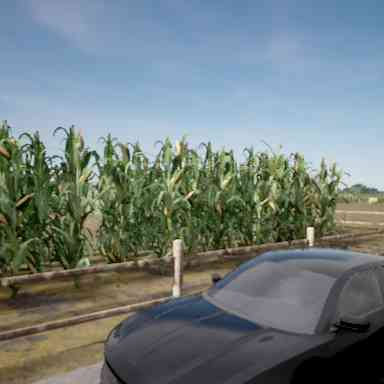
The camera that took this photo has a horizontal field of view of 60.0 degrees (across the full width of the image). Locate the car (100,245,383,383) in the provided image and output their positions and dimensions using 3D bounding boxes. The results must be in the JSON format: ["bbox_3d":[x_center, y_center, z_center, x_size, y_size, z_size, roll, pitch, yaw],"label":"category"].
[{"bbox_3d":[1.422,1.488,4.072,5.008,1.535,1.882,0,0,-35],"label":"car"}]
